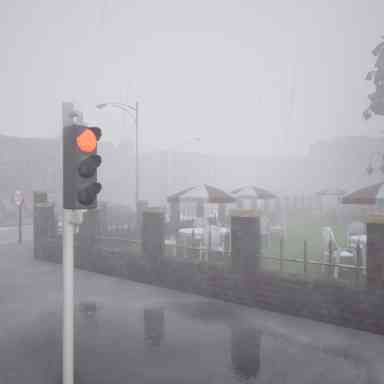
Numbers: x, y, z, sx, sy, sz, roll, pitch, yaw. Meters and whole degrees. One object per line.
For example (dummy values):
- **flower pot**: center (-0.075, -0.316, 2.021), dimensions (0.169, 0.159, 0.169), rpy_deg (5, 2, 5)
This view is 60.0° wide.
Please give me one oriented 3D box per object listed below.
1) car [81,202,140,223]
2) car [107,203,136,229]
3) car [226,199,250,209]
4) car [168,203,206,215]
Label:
- **car**: center (-6.316, 1.564, 26.187), dimensions (1.994, 1.385, 4.181), rpy_deg (0, 0, 35)
- **car**: center (-4.575, 1.601, 21.390), dimensions (1.895, 1.301, 4.718), rpy_deg (0, 0, 35)
- **car**: center (5.570, 1.478, 42.730), dimensions (1.882, 1.535, 5.008), rpy_deg (0, 0, 42)
- **car**: center (-0.446, 1.505, 34.450), dimensions (1.837, 1.490, 4.892), rpy_deg (0, 0, 35)
